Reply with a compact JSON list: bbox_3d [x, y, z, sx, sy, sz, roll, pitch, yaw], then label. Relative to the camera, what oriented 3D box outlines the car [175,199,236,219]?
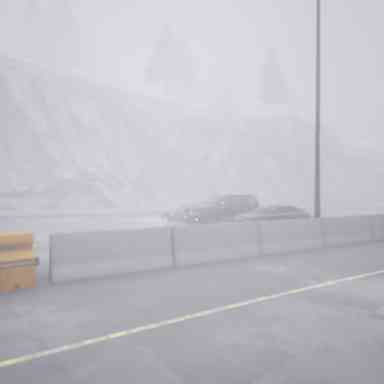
[{"bbox_3d":[1.206,1.424,29.187,4.902,1.511,2.128,0,0,-29],"label":"car"}]

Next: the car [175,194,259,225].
[{"bbox_3d":[2.007,1.174,21.650,5.566,2.045,2.150,0,0,-30],"label":"car"}]

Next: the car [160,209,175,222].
[{"bbox_3d":[0.396,1.487,24.770,5.357,1.411,2.033,0,0,-30],"label":"car"}]

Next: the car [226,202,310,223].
[{"bbox_3d":[4.635,1.474,19.091,4.892,1.490,1.837,0,0,-29],"label":"car"}]
